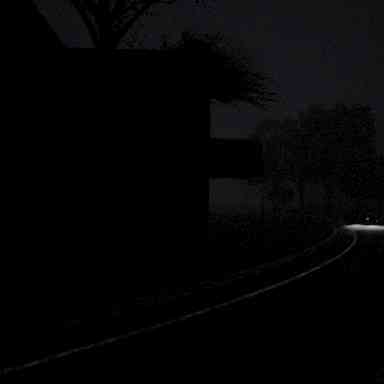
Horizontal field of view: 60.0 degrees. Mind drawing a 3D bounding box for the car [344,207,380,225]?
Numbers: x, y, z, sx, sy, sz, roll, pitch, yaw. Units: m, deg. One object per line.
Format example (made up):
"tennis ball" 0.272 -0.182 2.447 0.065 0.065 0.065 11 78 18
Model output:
"car" 14.016 1.938 27.595 1.994 1.385 4.181 1 -1 14
